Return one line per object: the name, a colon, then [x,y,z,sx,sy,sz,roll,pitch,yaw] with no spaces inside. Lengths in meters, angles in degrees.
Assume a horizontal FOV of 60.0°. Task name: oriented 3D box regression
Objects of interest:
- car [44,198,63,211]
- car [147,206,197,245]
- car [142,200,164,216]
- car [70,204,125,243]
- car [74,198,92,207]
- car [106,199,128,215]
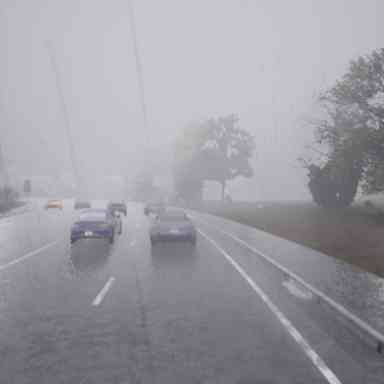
car: [-17.349,1.466,41.897,1.882,1.535,5.008,0,0,-18]
car: [-0.924,1.556,15.459,1.994,1.385,4.181,0,0,-6]
car: [-3.768,1.477,32.532,2.128,1.511,4.902,0,0,-12]
car: [-4.459,1.523,15.889,1.812,1.442,4.674,0,0,-6]
car: [-13.518,1.465,41.332,1.882,1.535,5.008,0,0,-17]
car: [-7.504,1.494,33.138,1.837,1.490,4.892,0,0,-13]
